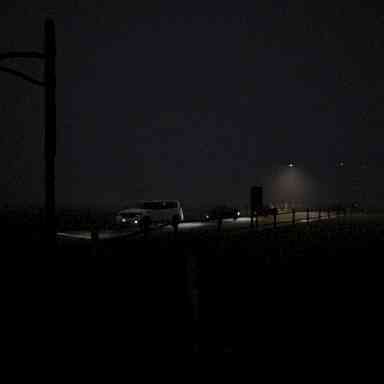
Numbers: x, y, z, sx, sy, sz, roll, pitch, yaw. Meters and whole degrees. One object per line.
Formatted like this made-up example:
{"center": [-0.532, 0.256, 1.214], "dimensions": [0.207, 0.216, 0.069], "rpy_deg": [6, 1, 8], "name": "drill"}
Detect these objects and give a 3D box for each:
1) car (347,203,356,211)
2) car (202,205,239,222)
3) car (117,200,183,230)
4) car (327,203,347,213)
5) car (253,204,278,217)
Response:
{"center": [29.807, 2.867, 63.089], "dimensions": [1.837, 1.490, 4.892], "rpy_deg": [0, -1, 36], "name": "car"}
{"center": [2.869, 2.067, 32.539], "dimensions": [2.128, 1.511, 4.902], "rpy_deg": [0, -1, 36], "name": "car"}
{"center": [-2.947, 1.608, 24.601], "dimensions": [2.150, 2.045, 5.566], "rpy_deg": [0, -1, 36], "name": "car"}
{"center": [23.319, 2.670, 54.215], "dimensions": [1.812, 1.442, 4.674], "rpy_deg": [0, -1, 37], "name": "car"}
{"center": [8.900, 2.265, 40.768], "dimensions": [2.128, 1.511, 4.902], "rpy_deg": [0, -1, 36], "name": "car"}
